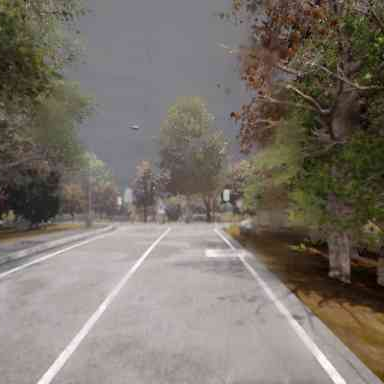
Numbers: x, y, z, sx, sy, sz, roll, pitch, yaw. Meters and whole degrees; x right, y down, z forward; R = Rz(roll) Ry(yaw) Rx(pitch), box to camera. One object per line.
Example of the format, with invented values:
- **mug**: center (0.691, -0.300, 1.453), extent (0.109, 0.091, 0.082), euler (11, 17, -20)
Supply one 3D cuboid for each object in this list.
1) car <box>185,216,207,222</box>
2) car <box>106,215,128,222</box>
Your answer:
- **car**: center (0.950, 6.028, 74.007), extent (4.892, 1.490, 1.837), euler (0, -5, 12)
- **car**: center (-15.485, 5.601, 68.891), extent (2.128, 1.511, 4.902), euler (-4, -5, 40)
